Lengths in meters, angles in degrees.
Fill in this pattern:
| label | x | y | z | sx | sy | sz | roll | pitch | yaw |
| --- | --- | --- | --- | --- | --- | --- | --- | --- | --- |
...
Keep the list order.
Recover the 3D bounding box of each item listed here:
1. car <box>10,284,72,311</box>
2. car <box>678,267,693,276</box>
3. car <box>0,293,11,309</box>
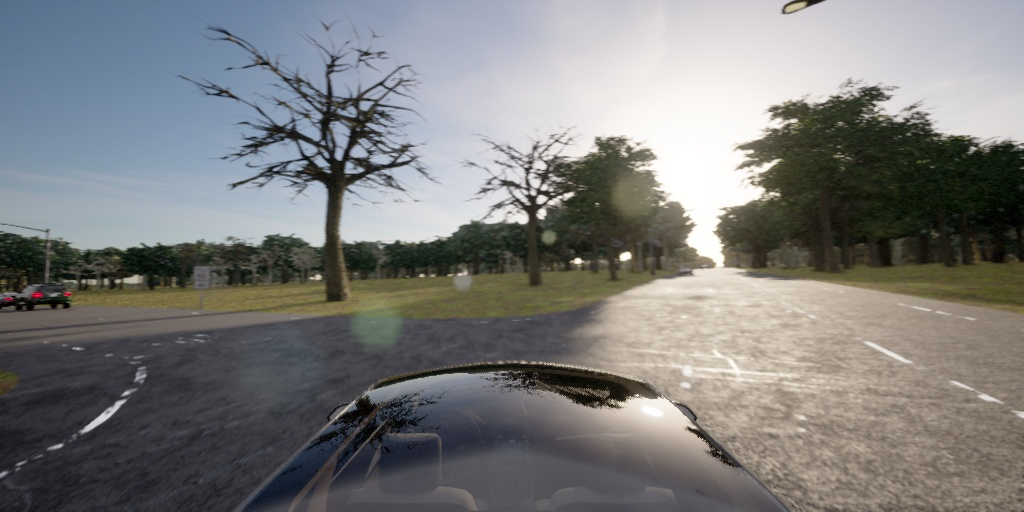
| label | x | y | z | sx | sy | sz | roll | pitch | yaw |
| --- | --- | --- | --- | --- | --- | --- | --- | --- | --- |
| car | -38.681 | 3.388 | 29.625 | 5.566 | 2.045 | 2.150 | -4 | -4 | 27 |
| car | 27.334 | 2.408 | 56.493 | 1.994 | 1.385 | 4.181 | -4 | -3 | 30 |
| car | -48.082 | 4.307 | 34.448 | 4.892 | 1.490 | 1.837 | -4 | -4 | 27 |
